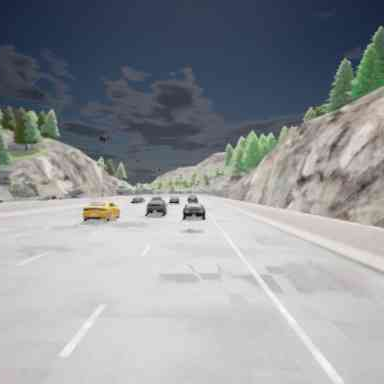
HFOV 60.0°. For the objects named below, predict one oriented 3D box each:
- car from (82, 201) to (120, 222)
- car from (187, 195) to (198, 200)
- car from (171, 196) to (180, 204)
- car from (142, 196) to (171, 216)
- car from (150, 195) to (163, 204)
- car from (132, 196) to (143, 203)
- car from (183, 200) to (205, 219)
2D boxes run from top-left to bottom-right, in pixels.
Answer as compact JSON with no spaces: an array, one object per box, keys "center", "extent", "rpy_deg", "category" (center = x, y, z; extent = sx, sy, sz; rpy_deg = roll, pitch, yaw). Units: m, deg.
[{"center":[-6.878,1.429,25.680],"extent":[1.882,1.535,5.008],"rpy_deg":[1,0,0],"category":"car"},{"center":[0.125,1.376,64.789],"extent":[2.097,1.767,4.553],"rpy_deg":[0,0,0],"category":"car"},{"center":[-3.374,1.558,65.354],"extent":[1.994,1.385,4.181],"rpy_deg":[0,0,0],"category":"car"},{"center":[-3.382,1.488,32.712],"extent":[1.837,1.490,4.892],"rpy_deg":[0,0,0],"category":"car"},{"center":[-6.873,1.457,65.003],"extent":[2.128,1.511,4.902],"rpy_deg":[0,0,0],"category":"car"},{"center":[-10.375,1.500,64.561],"extent":[1.994,1.385,4.181],"rpy_deg":[0,0,0],"category":"car"},{"center":[0.175,1.612,29.213],"extent":[1.895,1.301,4.718],"rpy_deg":[0,0,0],"category":"car"}]
